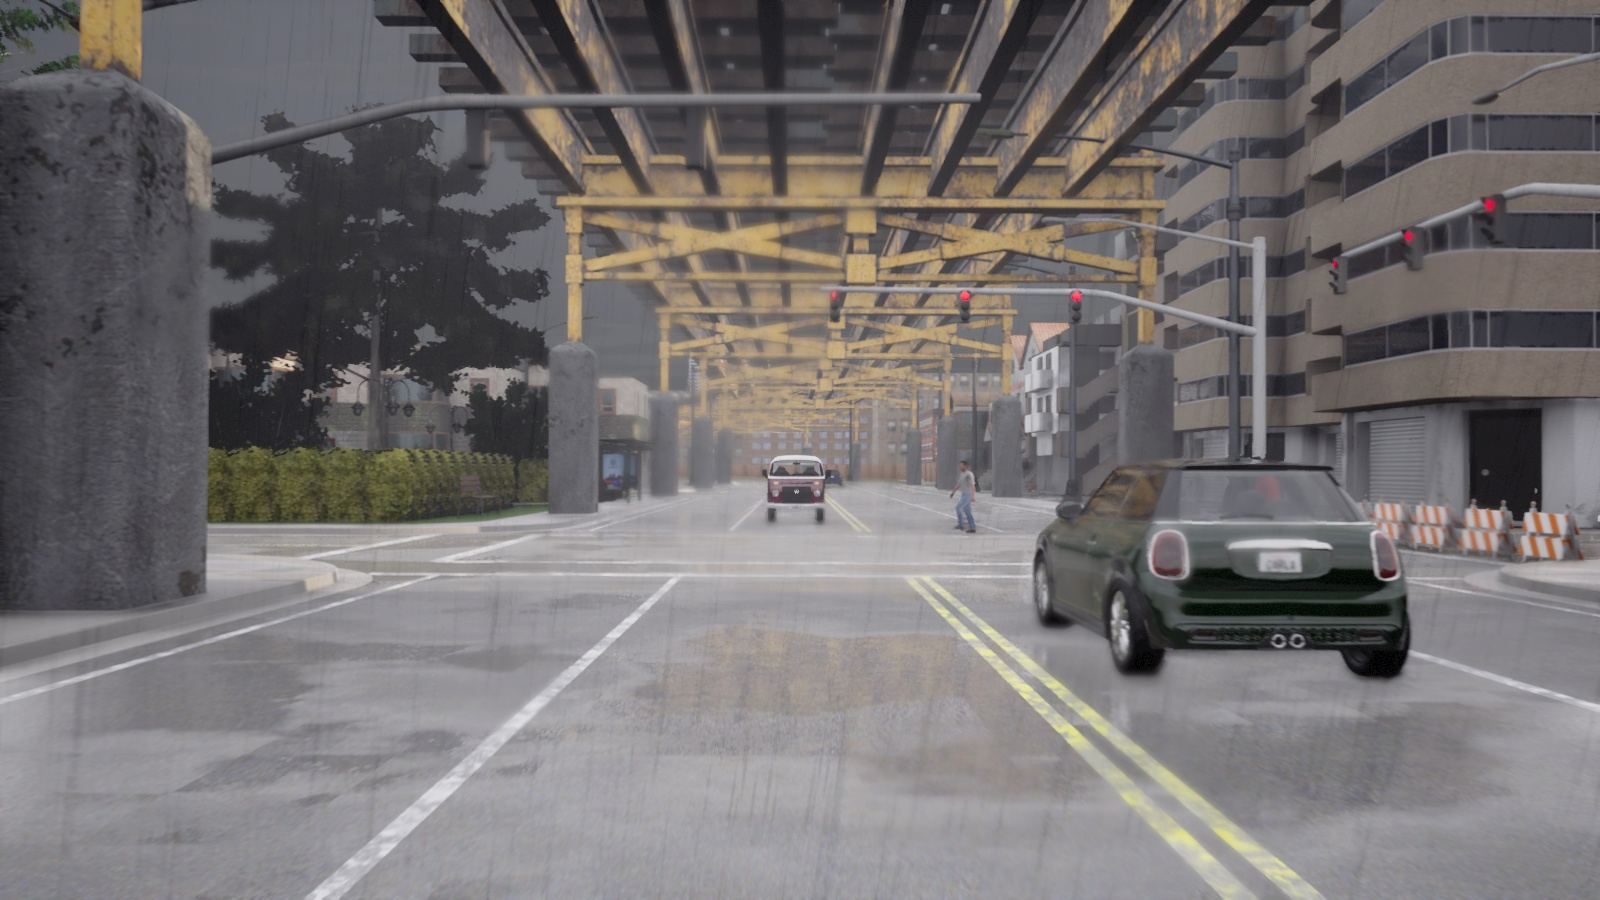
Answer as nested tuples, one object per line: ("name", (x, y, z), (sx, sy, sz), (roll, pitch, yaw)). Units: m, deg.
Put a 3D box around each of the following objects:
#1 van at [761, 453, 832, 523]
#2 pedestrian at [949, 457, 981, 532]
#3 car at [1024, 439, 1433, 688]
("van", (-0.099, 1.170, 39.123), (2.069, 2.038, 4.480), (0, -1, 0))
("pedestrian", (4.106, 1.099, 31.244), (0.706, 1.836, 0.354), (0, -1, -17))
("car", (3.470, 0.841, 11.262), (2.097, 1.767, 4.553), (0, -1, 0))
